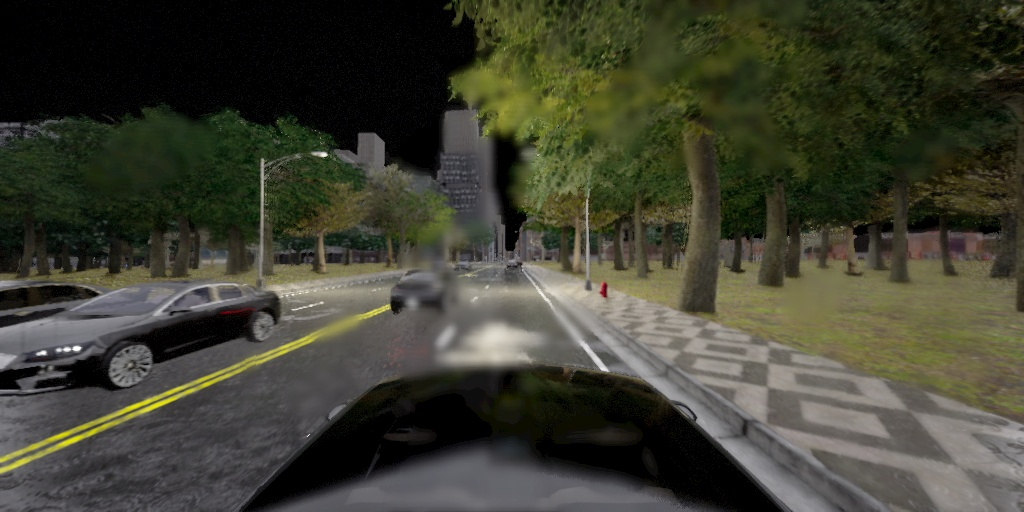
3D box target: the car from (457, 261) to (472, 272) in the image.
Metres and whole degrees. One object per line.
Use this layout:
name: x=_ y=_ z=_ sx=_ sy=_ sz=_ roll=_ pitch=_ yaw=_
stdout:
car: x=-6.563 y=1.426 z=49.046 sx=2.033 sy=1.411 sz=5.357 roll=0 pitch=0 yaw=0

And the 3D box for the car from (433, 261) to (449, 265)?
car: x=-9.813 y=1.426 z=49.047 sx=2.033 sy=1.411 sz=5.357 roll=0 pitch=0 yaw=0

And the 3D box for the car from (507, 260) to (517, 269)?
car: x=0.006 y=1.554 z=64.147 sx=1.895 sy=1.301 sz=4.718 roll=0 pitch=0 yaw=0

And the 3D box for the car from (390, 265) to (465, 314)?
car: x=-3.149 y=1.263 z=13.779 sx=1.837 sy=1.490 sz=4.892 roll=0 pitch=0 yaw=0

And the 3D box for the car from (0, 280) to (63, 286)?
car: x=-9.849 y=1.257 z=6.629 sx=1.837 sy=1.490 sz=4.892 roll=0 pitch=0 yaw=0

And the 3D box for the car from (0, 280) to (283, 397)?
car: x=-6.599 y=1.244 z=6.862 sx=2.128 sy=1.511 sz=4.902 roll=0 pitch=0 yaw=0

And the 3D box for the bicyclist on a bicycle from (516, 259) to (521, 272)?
bicyclist on a bicycle: x=0.899 y=1.248 z=48.873 sx=0.659 sy=1.776 sz=1.843 roll=0 pitch=0 yaw=0

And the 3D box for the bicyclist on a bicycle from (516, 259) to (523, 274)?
bicyclist on a bicycle: x=0.898 y=1.206 z=39.662 sx=0.659 sy=1.776 sz=1.843 roll=0 pitch=0 yaw=0
